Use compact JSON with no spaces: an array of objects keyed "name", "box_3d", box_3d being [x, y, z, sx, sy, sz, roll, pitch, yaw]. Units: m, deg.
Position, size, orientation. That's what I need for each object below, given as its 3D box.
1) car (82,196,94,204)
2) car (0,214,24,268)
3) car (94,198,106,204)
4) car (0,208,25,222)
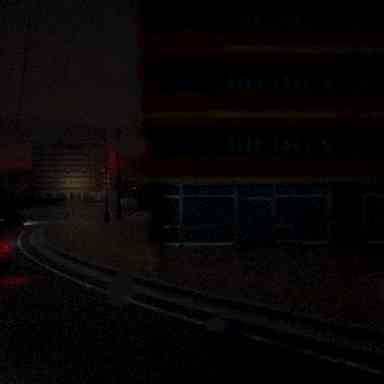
[{"name":"car","box_3d":[-27.257,2.063,87.646,2.150,2.045,5.566,0,0,-3]},{"name":"car","box_3d":[-7.256,1.675,11.040,2.033,1.411,5.357,0,-1,-36]},{"name":"car","box_3d":[-23.760,2.344,87.834,1.812,1.442,4.674,0,0,-3]},{"name":"car","box_3d":[-12.914,1.798,22.723,2.033,1.411,5.357,0,0,-15]}]
